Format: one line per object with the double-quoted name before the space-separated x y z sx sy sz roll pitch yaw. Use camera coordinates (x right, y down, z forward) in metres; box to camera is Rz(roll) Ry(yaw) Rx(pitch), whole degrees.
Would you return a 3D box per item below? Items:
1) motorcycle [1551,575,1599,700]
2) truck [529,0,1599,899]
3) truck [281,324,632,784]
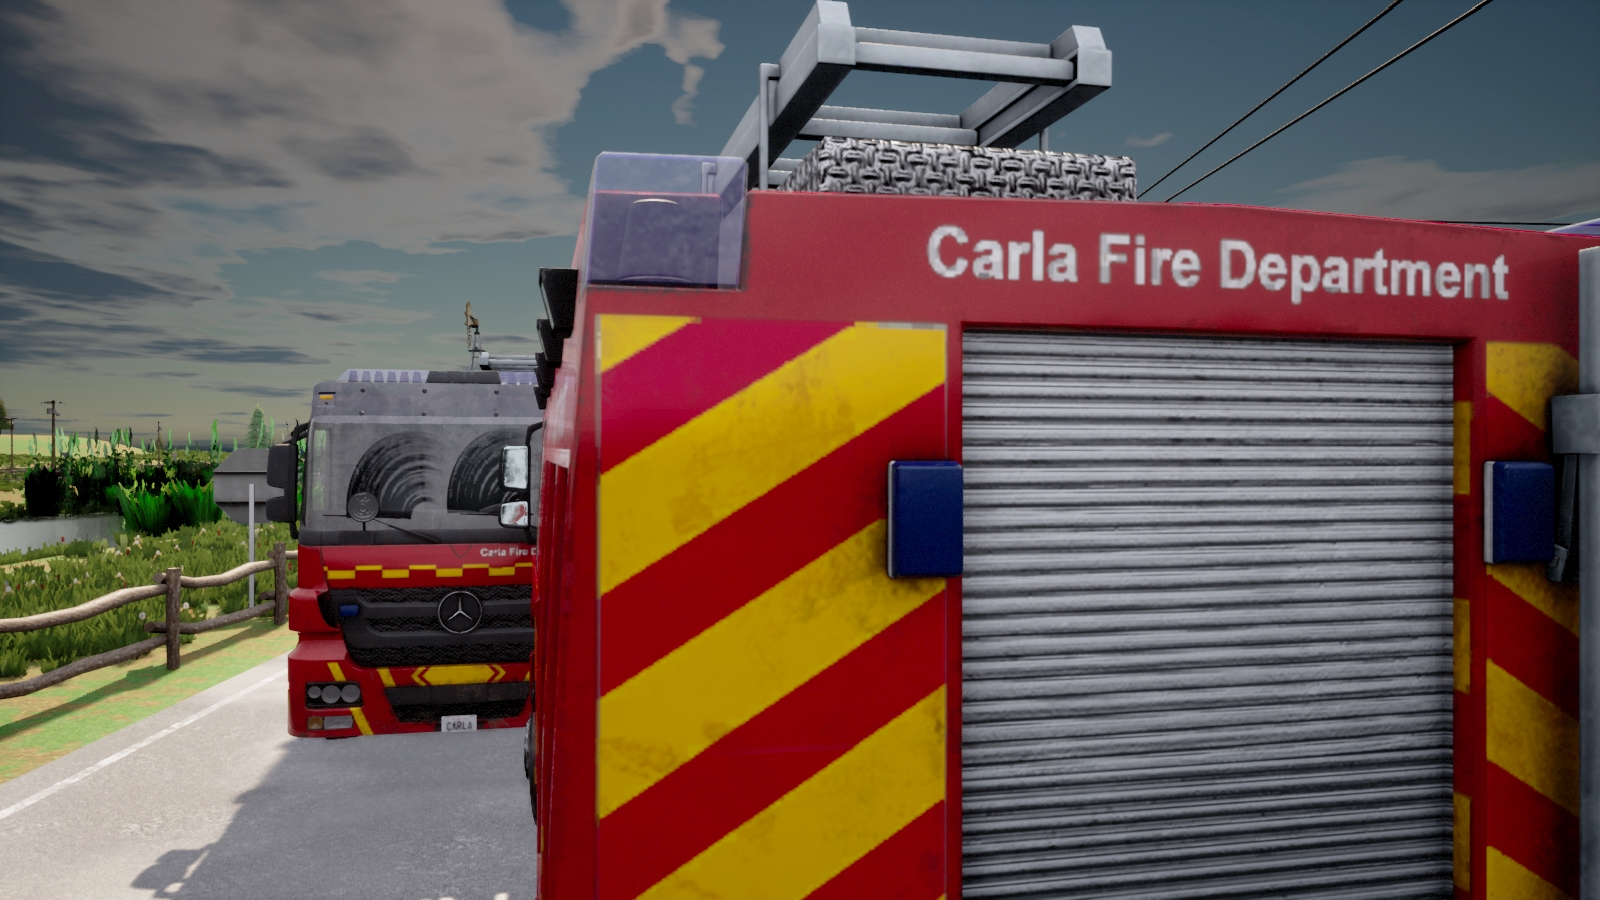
"motorcycle" 9.815 2.142 13.181 1.805 1.316 0.856 0 0 -7
"truck" -0.137 0.866 6.869 2.891 3.827 8.468 0 0 -13
"truck" -3.886 0.862 13.972 2.891 3.827 8.468 0 0 -13
